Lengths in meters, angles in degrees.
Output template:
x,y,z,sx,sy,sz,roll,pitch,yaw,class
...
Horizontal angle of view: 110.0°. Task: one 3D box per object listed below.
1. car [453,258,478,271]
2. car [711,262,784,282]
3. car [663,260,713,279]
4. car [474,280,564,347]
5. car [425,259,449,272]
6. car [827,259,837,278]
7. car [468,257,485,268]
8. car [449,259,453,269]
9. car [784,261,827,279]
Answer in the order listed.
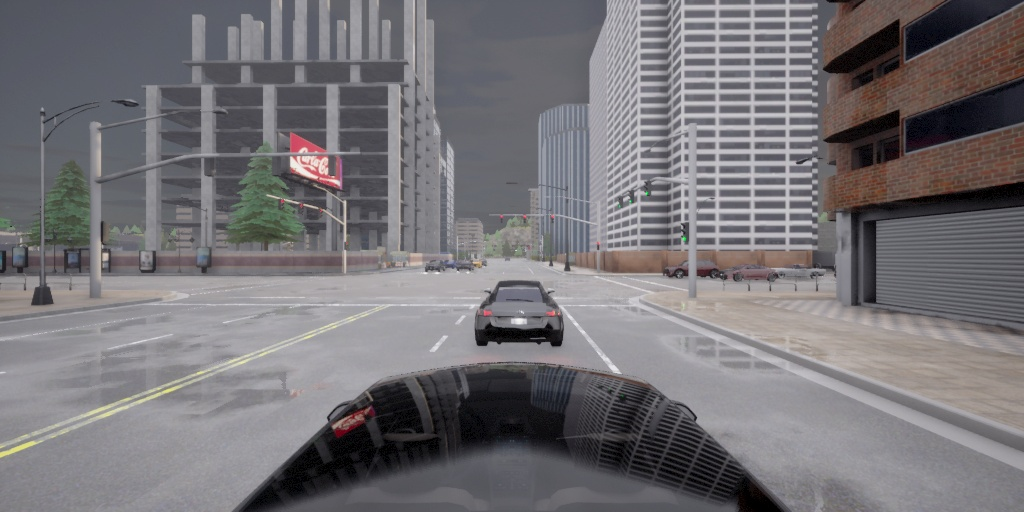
x,y,z,sx,sy,sz,roll,pitch,yaw,class
-6.282,1.304,49.089,2.033,1.411,5.357,0,0,1,car
18.798,1.318,28.762,4.181,1.385,1.994,0,0,1,car
16.073,1.107,32.296,4.553,1.767,2.097,0,0,1,car
0.190,1.315,9.390,1.994,1.385,4.181,0,0,1,car
-9.832,1.261,46.207,1.837,1.490,4.892,0,0,1,car
28.684,1.232,28.623,5.008,1.535,1.882,0,0,1,car
-6.082,1.236,59.398,1.882,1.535,5.008,0,0,1,car
-9.656,1.236,55.701,1.882,1.535,5.008,0,0,1,car
25.066,1.355,32.178,4.718,1.301,1.895,0,0,1,car
